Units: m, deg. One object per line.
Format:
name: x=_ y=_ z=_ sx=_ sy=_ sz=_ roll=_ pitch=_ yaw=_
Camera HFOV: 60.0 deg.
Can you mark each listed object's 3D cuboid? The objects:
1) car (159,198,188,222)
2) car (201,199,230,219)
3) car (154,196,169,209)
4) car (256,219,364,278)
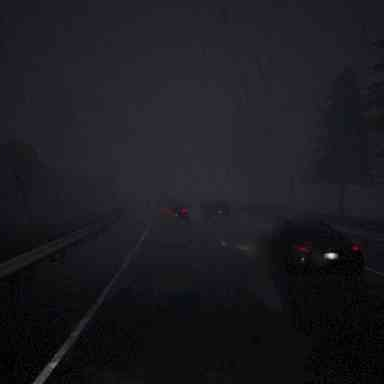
car: x=-1.313 y=1.392 z=24.734 sx=1.812 sy=1.442 sz=4.674 roll=0 pitch=0 yaw=-6
car: x=1.884 y=1.338 z=27.645 sx=2.128 sy=1.511 sz=4.902 roll=0 pitch=0 yaw=-7
car: x=-3.580 y=1.285 z=40.799 sx=1.837 sy=1.490 sz=4.892 roll=0 pitch=0 yaw=-10
car: x=3.285 y=1.505 z=10.043 sx=1.994 sy=1.385 sz=4.181 roll=0 pitch=0 yaw=-2
